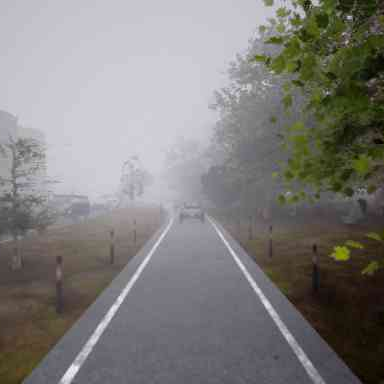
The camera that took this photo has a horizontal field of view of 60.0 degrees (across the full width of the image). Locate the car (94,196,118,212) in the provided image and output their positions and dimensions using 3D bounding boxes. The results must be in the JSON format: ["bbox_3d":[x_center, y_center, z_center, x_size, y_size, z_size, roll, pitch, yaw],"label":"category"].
[{"bbox_3d":[-9.866,1.445,36.785,2.002,1.452,4.674,1,-1,-5],"label":"car"}]

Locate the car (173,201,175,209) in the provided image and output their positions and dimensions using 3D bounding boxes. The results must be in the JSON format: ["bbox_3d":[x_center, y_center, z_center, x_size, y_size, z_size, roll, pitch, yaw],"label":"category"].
[{"bbox_3d":[-1.431,1.538,42.961,1.895,1.301,4.718,0,0,-7],"label":"car"}]

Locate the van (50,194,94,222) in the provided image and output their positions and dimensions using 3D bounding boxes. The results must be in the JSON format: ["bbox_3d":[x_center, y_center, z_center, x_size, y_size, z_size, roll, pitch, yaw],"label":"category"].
[{"bbox_3d":[-9.253,1.189,25.548,1.878,1.987,4.442,0,-1,-2],"label":"van"}]

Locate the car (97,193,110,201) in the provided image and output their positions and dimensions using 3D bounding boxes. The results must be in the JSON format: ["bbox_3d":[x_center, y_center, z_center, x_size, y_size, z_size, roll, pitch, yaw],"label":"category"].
[{"bbox_3d":[-24.091,1.411,90.503,2.435,2.045,5.566,2,-2,-25],"label":"car"}]

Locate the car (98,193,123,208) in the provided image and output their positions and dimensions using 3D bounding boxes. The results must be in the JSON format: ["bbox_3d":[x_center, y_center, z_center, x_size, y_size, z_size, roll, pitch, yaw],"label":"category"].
[{"bbox_3d":[-10.389,1.146,42.323,2.435,2.045,5.566,1,-1,-9],"label":"car"}]

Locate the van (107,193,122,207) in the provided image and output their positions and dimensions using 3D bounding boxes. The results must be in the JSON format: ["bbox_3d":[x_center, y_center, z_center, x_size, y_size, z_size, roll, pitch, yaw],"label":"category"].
[{"bbox_3d":[-11.101,1.162,47.779,1.878,1.987,4.442,1,-1,-10],"label":"van"}]

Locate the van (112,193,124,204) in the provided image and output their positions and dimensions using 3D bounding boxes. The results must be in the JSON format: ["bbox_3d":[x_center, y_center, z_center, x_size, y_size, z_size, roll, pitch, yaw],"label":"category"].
[{"bbox_3d":[-13.148,1.163,58.776,1.878,1.987,4.442,1,-1,-15],"label":"van"}]

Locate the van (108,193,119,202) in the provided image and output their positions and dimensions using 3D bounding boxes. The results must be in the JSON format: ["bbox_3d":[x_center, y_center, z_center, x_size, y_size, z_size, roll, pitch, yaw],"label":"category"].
[{"bbox_3d":[-17.734,1.246,74.896,1.878,1.987,4.442,2,-2,-21],"label":"van"}]

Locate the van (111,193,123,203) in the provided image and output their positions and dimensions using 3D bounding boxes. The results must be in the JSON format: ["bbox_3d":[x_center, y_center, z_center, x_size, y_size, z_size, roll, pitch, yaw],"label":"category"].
[{"bbox_3d":[-14.495,1.180,64.191,1.878,1.987,4.442,1,-1,-16],"label":"van"}]

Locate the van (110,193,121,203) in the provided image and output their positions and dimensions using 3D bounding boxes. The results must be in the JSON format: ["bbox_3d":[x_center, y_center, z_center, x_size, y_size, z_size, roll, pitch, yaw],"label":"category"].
[{"bbox_3d":[-16.022,1.207,69.570,1.878,1.987,4.442,1,-1,-16],"label":"van"}]

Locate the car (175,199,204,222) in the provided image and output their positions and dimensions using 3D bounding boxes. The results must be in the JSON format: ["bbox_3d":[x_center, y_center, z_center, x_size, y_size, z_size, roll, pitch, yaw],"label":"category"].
[{"bbox_3d":[-0.077,1.472,26.271,2.128,1.511,4.902,0,0,-2],"label":"car"}]

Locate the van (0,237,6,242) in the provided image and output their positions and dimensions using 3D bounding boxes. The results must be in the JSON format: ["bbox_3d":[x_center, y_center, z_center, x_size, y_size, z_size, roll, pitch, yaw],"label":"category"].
[{"bbox_3d":[-9.088,1.195,15.597,1.878,1.987,4.442,0,-1,-2],"label":"van"}]
